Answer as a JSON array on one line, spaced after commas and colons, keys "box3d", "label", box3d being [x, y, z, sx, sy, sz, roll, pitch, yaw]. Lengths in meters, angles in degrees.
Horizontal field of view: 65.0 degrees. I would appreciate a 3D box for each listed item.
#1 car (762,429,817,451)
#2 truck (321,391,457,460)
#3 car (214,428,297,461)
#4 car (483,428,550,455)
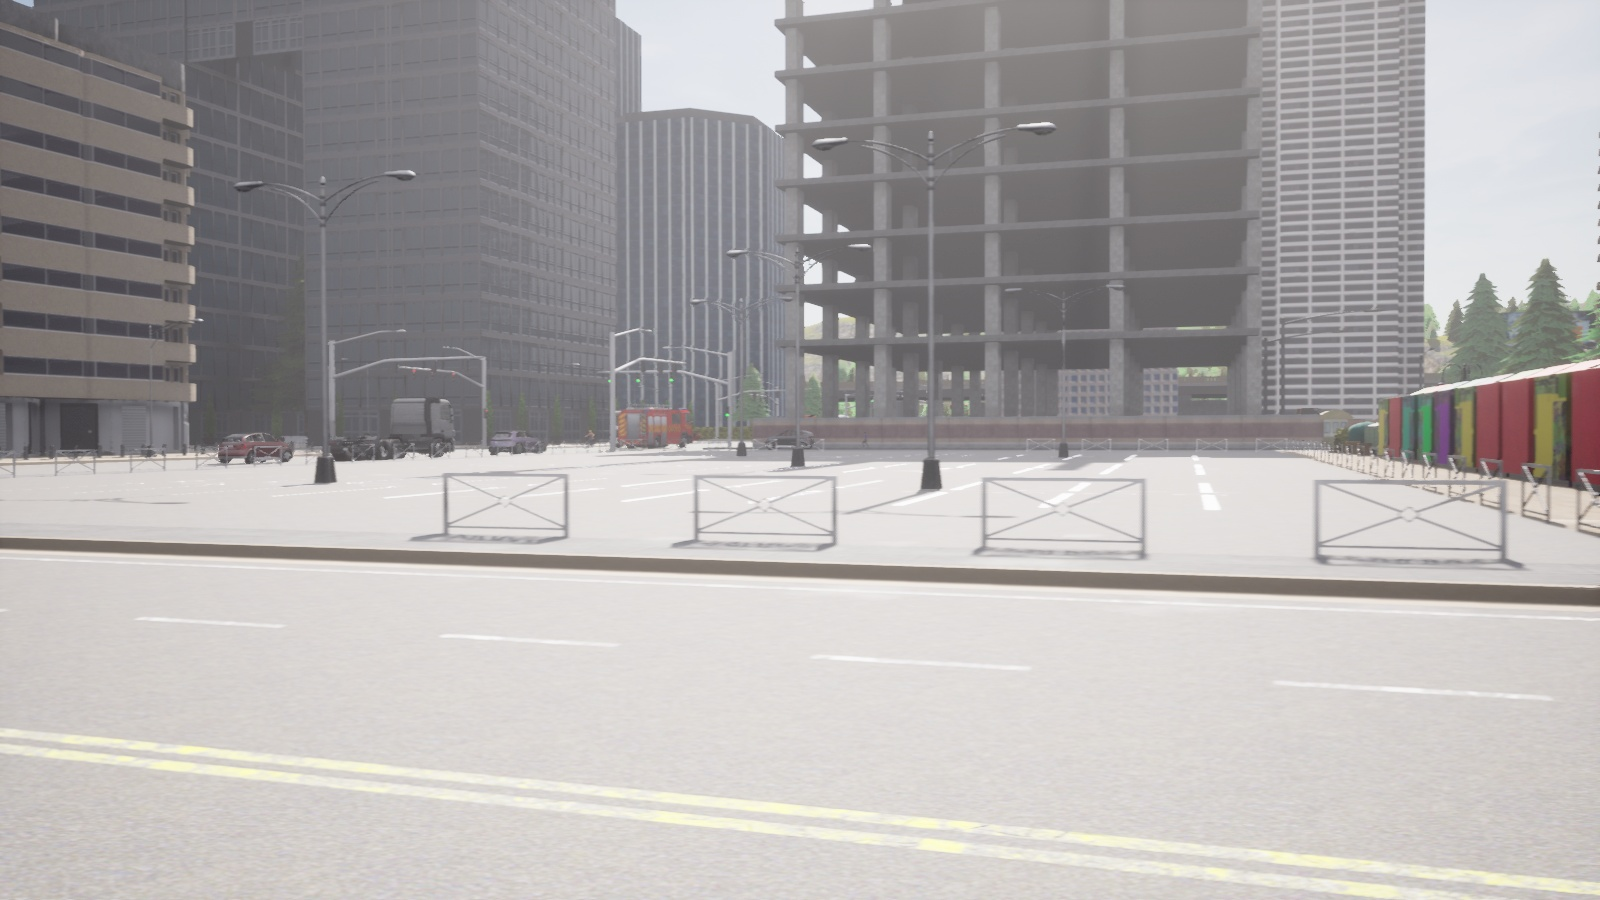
[{"box3d": [-0.794, -0.760, 94.090, 3.705, 1.549, 1.789, 1, 1, 17], "label": "car"}, {"box3d": [-21.778, -1.312, 67.106, 2.891, 3.462, 7.936, 0, 1, 17], "label": "truck"}, {"box3d": [-26.931, -0.293, 62.222, 1.789, 1.549, 3.705, 0, 1, 17], "label": "car"}, {"box3d": [-17.950, -0.588, 79.709, 2.033, 1.649, 4.856, 1, 1, 17], "label": "car"}]
